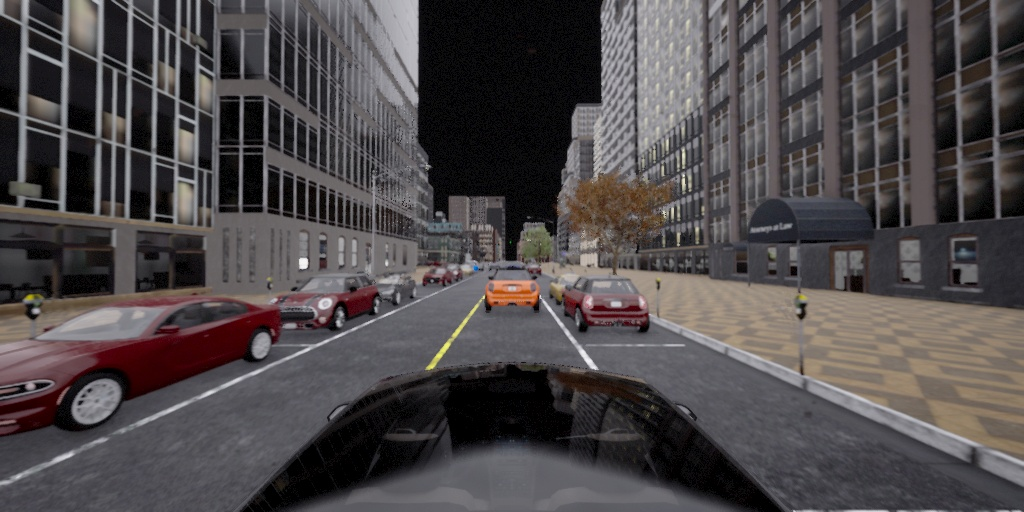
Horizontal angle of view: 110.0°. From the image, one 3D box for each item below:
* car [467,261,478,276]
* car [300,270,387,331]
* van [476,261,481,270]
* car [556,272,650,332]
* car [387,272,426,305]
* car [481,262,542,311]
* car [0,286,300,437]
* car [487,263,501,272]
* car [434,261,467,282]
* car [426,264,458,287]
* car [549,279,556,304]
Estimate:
[{"bbox_3d":[-5.681,1.713,44.263,1.751,1.417,4.829,0,0,0],"label":"car"},{"bbox_3d":[-5.689,1.288,11.199,1.967,1.591,4.097,0,0,0],"label":"car"},{"bbox_3d":[-5.679,1.585,49.972,1.690,1.789,3.998,0,0,0],"label":"van"},{"bbox_3d":[2.691,1.287,11.198,1.967,1.591,4.097,0,0,0],"label":"car"},{"bbox_3d":[-5.688,1.455,16.738,2.007,1.370,4.403,0,0,0],"label":"car"},{"bbox_3d":[0.025,1.240,15.283,2.097,1.767,4.553,0,-1,0],"label":"car"},{"bbox_3d":[-5.690,1.336,5.660,1.888,1.381,4.507,0,0,0],"label":"car"},{"bbox_3d":[-3.040,1.907,61.325,2.033,1.411,5.357,0,-1,1],"label":"car"},{"bbox_3d":[-5.683,1.514,33.356,1.967,1.591,4.097,0,0,0],"label":"car"},{"bbox_3d":[-5.685,1.563,27.816,1.888,1.381,4.507,0,0,0],"label":"car"},{"bbox_3d":[2.693,1.429,16.906,1.751,1.417,4.829,0,0,0],"label":"car"}]
